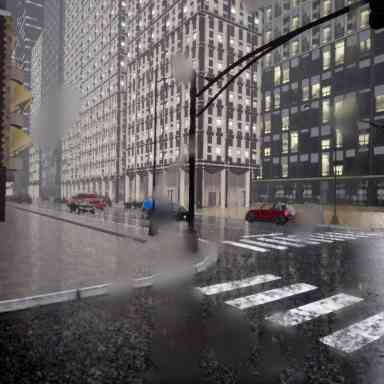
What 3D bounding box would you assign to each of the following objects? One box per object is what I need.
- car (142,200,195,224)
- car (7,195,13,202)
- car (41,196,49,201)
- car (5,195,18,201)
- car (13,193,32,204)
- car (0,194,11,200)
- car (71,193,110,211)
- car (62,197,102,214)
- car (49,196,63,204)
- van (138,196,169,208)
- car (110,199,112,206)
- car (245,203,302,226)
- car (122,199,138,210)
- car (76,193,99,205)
[{"bbox_3d":[-1.605,1.509,24.216,1.994,1.385,4.181,1,-1,-35],"label":"car"},{"bbox_3d":[-37.100,1.396,69.712,1.947,1.339,4.313,1,-1,-35],"label":"car"},{"bbox_3d":[-36.812,1.570,83.773,1.802,1.307,4.206,1,-1,-35],"label":"car"},{"bbox_3d":[-40.370,1.377,74.317,2.008,1.369,4.403,1,-1,-35],"label":"car"},{"bbox_3d":[-30.554,1.155,60.504,2.192,1.841,5.009,1,-1,-35],"label":"car"},{"bbox_3d":[-46.816,1.365,83.391,1.752,1.417,4.829,1,-1,-35],"label":"car"},{"bbox_3d":[-11.922,1.144,38.769,2.150,2.045,5.566,1,-1,-35],"label":"car"},{"bbox_3d":[-10.932,1.427,32.871,2.008,1.369,4.403,1,-1,-35],"label":"car"},{"bbox_3d":[-24.212,1.504,61.594,2.033,1.411,5.357,1,-1,-38],"label":"car"},{"bbox_3d":[-4.097,1.382,37.725,1.690,1.788,3.998,1,-1,-35],"label":"van"},{"bbox_3d":[-14.483,1.380,53.075,2.097,1.767,4.553,1,-1,-35],"label":"car"},{"bbox_3d":[5.714,1.505,23.909,1.967,1.590,4.097,1,-1,-35],"label":"car"},{"bbox_3d":[-7.372,1.584,42.328,2.008,1.369,4.403,1,-1,-35],"label":"car"},{"bbox_3d":[-18.574,1.248,58.828,2.150,2.045,5.566,1,-1,-35],"label":"car"}]
